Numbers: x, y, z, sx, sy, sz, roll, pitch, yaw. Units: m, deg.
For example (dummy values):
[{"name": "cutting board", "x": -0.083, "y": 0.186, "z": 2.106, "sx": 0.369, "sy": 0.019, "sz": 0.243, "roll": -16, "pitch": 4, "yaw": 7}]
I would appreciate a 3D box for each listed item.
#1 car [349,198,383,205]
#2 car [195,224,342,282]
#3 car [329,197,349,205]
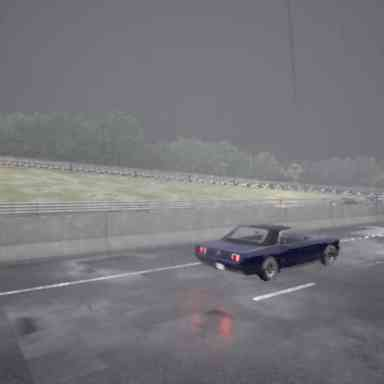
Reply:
[{"name": "car", "x": 22.085, "y": 1.468, "z": 41.050, "sx": 4.902, "sy": 1.511, "sz": 2.128, "roll": 0, "pitch": 0, "yaw": -35}, {"name": "car", "x": 2.451, "y": 1.596, "z": 9.806, "sx": 4.718, "sy": 1.301, "sz": 1.895, "roll": 0, "pitch": 0, "yaw": -39}, {"name": "car", "x": 20.064, "y": 1.468, "z": 43.906, "sx": 4.902, "sy": 1.511, "sz": 2.128, "roll": 0, "pitch": 0, "yaw": -35}]
